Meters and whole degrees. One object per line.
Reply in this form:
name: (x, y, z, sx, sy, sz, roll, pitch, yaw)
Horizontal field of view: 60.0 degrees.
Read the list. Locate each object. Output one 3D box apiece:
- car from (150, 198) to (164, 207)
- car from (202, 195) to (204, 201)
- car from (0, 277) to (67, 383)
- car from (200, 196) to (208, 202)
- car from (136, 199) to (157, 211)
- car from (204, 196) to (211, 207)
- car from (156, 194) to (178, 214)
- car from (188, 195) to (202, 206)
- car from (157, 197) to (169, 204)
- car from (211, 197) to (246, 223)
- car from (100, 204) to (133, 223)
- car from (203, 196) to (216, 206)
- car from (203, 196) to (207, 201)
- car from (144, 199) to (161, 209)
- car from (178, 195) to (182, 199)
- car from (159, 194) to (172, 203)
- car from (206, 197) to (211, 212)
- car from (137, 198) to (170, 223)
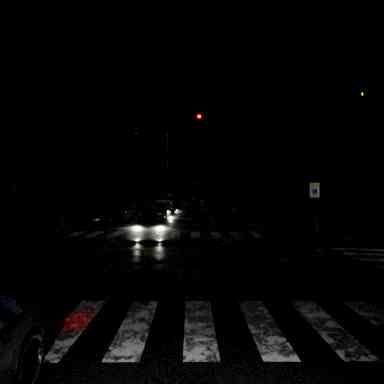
car: (-5.537, 1.622, 52.552, 1.802, 1.307, 4.206, 0, 0, 0)
car: (2.988, 1.480, 52.521, 1.967, 1.590, 4.097, 0, 0, 0)
car: (-2.691, 1.549, 2.422, 2.033, 1.411, 5.357, 0, 0, 0)
car: (2.682, 1.573, 75.896, 1.837, 1.490, 4.892, 0, 0, 0)
car: (-5.585, 1.579, 41.638, 2.008, 1.369, 4.403, 0, 0, 0)
car: (2.940, 1.579, 41.608, 2.008, 1.369, 4.403, 0, 0, 0)
car: (-2.945, 1.244, 36.012, 2.150, 2.045, 5.566, 0, 0, 0)
car: (0.346, 1.609, 57.124, 1.994, 1.385, 4.181, 0, 0, 0)
car: (-5.490, 1.634, 63.466, 1.802, 1.307, 4.206, 0, 0, 0)
car: (2.869, 1.325, 25.239, 2.192, 1.841, 5.009, 0, 0, 0)
car: (-5.656, 1.576, 25.267, 1.947, 1.339, 4.313, 0, 0, 0)
car: (3.012, 1.486, 57.978, 1.967, 1.590, 4.097, 0, 0, 0)
car: (2.964, 1.585, 47.065, 2.008, 1.369, 4.403, 0, 0, 0)
car: (-5.561, 1.616, 47.095, 1.802, 1.307, 4.206, 0, 0, 0)
car: (-2.892, 1.525, 46.400, 2.128, 1.511, 4.902, 0, 0, 0)
car: (-5.466, 1.374, 68.923, 2.192, 1.841, 5.009, 0, 0, 0)
car: (2.916, 1.588, 36.152, 1.947, 1.339, 4.313, 0, 0, 0)
car: (-2.992, 1.489, 25.670, 1.882, 1.535, 5.008, 0, 0, 0)
